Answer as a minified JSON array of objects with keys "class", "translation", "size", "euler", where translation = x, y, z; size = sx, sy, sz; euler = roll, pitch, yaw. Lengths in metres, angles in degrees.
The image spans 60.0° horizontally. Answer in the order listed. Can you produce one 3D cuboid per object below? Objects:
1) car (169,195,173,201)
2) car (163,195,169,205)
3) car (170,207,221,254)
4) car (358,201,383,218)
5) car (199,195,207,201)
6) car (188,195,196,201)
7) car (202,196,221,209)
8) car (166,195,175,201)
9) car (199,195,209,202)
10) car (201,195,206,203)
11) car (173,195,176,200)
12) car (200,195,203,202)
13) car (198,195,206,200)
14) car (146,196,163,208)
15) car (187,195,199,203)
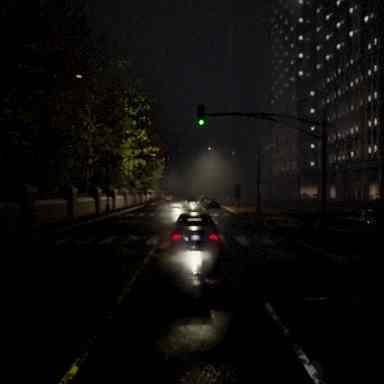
[{"class":"car","translation":[-5.672,1.522,70.489],"size":[1.752,1.417,4.829],"euler":[0,0,0]},{"class":"car","translation":[-5.674,1.431,59.394],"size":[1.967,1.590,4.097],"euler":[0,0,0]},{"class":"car","translation":[0.104,1.540,13.359],"size":[2.033,1.411,5.357],"euler":[0,0,0]},{"class":"car","translation":[15.867,1.245,25.709],"size":[5.357,1.411,2.033],"euler":[-1,0,0]},{"class":"car","translation":[2.711,1.446,81.921],"size":[1.967,1.590,4.097],"euler":[0,0,0]},{"class":"car","translation":[0.019,1.418,79.781],"size":[2.033,1.411,5.357],"euler":[0,0,0]},{"class":"car","translation":[2.701,1.553,42.494],"size":[1.947,1.339,4.313],"euler":[0,0,0]},{"class":"car","translation":[-5.669,1.556,87.555],"size":[1.887,1.381,4.507],"euler":[0,0,0]},{"class":"car","translation":[2.710,1.441,76.289],"size":[1.967,1.590,4.097],"euler":[0,0,0]},{"class":"car","translation":[2.703,1.553,48.127],"size":[1.947,1.339,4.313],"euler":[0,0,0]},{"class":"car","translation":[-5.669,1.446,81.922],"size":[1.967,1.590,4.097],"euler":[0,0,0]},{"class":"car","translation":[2.704,1.554,53.759],"size":[1.947,1.339,4.313],"euler":[0,0,0]},{"class":"car","translation":[2.713,1.567,93.185],"size":[2.008,1.369,4.403],"euler":[0,0,0]},{"class":"car","translation":[-5.677,1.569,48.129],"size":[1.802,1.307,4.206],"euler":[0,0,0]},{"class":"car","translation":[0.016,1.465,69.364],"size":[1.882,1.535,5.008],"euler":[0,0,0]}]
